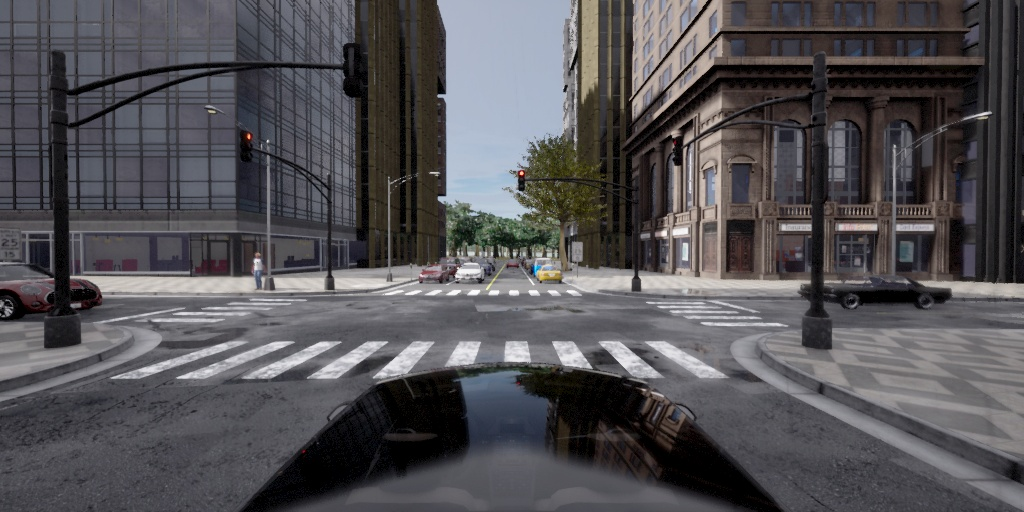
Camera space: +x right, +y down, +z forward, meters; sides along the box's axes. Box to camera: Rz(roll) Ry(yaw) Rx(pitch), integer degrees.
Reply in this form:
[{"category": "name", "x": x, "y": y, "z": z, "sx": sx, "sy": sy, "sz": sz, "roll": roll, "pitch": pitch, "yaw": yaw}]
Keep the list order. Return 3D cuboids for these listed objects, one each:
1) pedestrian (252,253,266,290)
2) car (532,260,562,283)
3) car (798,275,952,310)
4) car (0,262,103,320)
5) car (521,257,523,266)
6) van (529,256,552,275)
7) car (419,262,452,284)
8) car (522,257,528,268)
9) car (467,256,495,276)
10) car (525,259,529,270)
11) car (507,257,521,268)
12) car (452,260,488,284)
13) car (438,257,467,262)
[{"category": "pedestrian", "x": -12.521, "y": 0.742, "z": 17.756, "sx": 0.375, "sy": 1.860, "sz": 0.375, "roll": 0, "pitch": 0, "yaw": 0}, {"category": "car", "x": 2.765, "y": 1.255, "z": 27.104, "sx": 1.751, "sy": 1.417, "sz": 4.829, "roll": 0, "pitch": 0, "yaw": 0}, {"category": "car", "x": 14.711, "y": 1.444, "z": 14.777, "sx": 4.718, "sy": 1.301, "sz": 1.895, "roll": 0, "pitch": 1, "yaw": 0}, {"category": "car", "x": -16.270, "y": 0.991, "z": 11.518, "sx": 4.553, "sy": 1.767, "sz": 2.097, "roll": 1, "pitch": 1, "yaw": 0}, {"category": "car", "x": 2.769, "y": 1.215, "z": 55.332, "sx": 1.888, "sy": 1.381, "sz": 4.507, "roll": 0, "pitch": 0, "yaw": 0}, {"category": "van", "x": 2.766, "y": 1.062, "z": 32.614, "sx": 1.690, "sy": 1.789, "sz": 3.998, "roll": 0, "pitch": 0, "yaw": 0}, {"category": "car", "x": -5.760, "y": 1.312, "z": 26.926, "sx": 1.802, "sy": 1.307, "sz": 4.207, "roll": 0, "pitch": 0, "yaw": 0}, {"category": "car", "x": 2.768, "y": 1.210, "z": 49.823, "sx": 1.751, "sy": 1.417, "sz": 4.829, "roll": 0, "pitch": 0, "yaw": 0}, {"category": "car", "x": -3.094, "y": 1.067, "z": 36.050, "sx": 2.097, "sy": 1.767, "sz": 4.553, "roll": 0, "pitch": 0, "yaw": 0}, {"category": "car", "x": 2.767, "y": 1.277, "z": 38.294, "sx": 1.948, "sy": 1.339, "sz": 4.313, "roll": 0, "pitch": 0, "yaw": 0}, {"category": "car", "x": 0.107, "y": 1.224, "z": 58.871, "sx": 1.994, "sy": 1.385, "sz": 4.181, "roll": 0, "pitch": 0, "yaw": 0}, {"category": "car", "x": -3.094, "y": 1.255, "z": 27.170, "sx": 1.812, "sy": 1.442, "sz": 4.674, "roll": 0, "pitch": 0, "yaw": 0}, {"category": "car", "x": -5.759, "y": 1.036, "z": 32.607, "sx": 2.192, "sy": 1.841, "sz": 5.009, "roll": 0, "pitch": 0, "yaw": 0}]
